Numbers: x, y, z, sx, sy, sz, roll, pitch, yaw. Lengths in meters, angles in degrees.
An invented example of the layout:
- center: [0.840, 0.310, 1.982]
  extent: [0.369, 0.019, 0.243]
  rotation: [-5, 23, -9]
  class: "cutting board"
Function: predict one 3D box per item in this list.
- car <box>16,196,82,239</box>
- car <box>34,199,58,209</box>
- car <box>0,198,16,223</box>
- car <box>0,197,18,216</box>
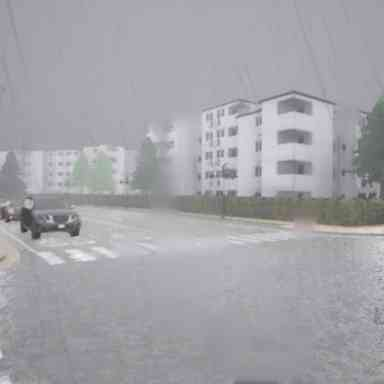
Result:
- center: [-7.800, 1.275, 18.069]
  extent: [2.150, 2.045, 5.566]
  rotation: [1, 0, -36]
  class: "car"
- center: [-21.362, 1.743, 48.550]
  extent: [1.895, 1.301, 4.718]
  rotation: [1, -1, -41]
  class: "car"
- center: [-13.629, 1.409, 26.207]
  extent: [2.097, 1.767, 4.553]
  rotation: [1, 0, -36]
  class: "car"
- center: [-19.508, 1.413, 34.382]
  extent: [2.097, 1.767, 4.553]
  rotation: [1, 0, -36]
  class: "car"
